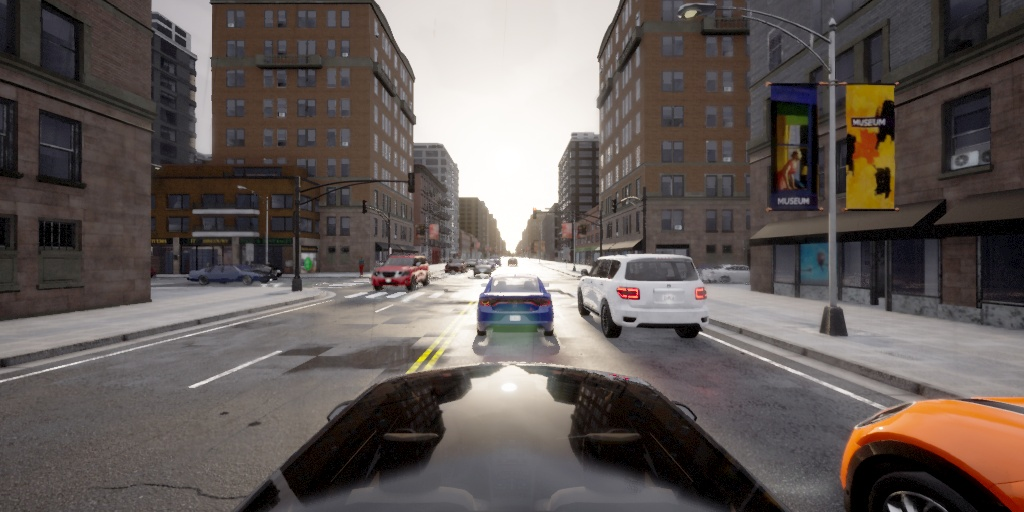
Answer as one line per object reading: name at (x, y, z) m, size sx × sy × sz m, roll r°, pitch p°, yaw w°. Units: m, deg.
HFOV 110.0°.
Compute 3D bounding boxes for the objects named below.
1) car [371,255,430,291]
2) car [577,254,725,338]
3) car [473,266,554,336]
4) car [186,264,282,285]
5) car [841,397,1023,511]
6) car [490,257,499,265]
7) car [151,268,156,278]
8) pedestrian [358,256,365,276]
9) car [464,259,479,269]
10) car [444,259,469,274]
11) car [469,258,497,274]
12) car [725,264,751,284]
car at (-6.584, 0.960, 21.923) m, size 2.150 × 2.045 × 5.566 m, roll 0°, pitch 0°, yaw 1°
car at (3.341, 0.972, 10.295) m, size 2.150 × 2.045 × 5.566 m, roll 0°, pitch 0°, yaw 0°
car at (0.090, 1.228, 10.436) m, size 1.882 × 1.535 × 5.008 m, roll 0°, pitch 0°, yaw 0°
car at (-19.624, 1.291, 25.241) m, size 5.357 × 1.411 × 2.033 m, roll 0°, pitch 0°, yaw 0°
car at (3.343, 1.102, 0.585) m, size 2.097 × 1.767 × 4.553 m, roll 0°, pitch 0°, yaw 0°
car at (-3.298, 1.224, 50.247) m, size 1.882 × 1.535 × 5.008 m, roll 0°, pitch 0°, yaw 0°
car at (-33.118, 1.343, 30.809) m, size 4.207 × 1.307 × 1.802 m, roll 0°, pitch 0°, yaw 0°
pedestrian at (-14.110, 0.919, 33.569) m, size 0.375 × 1.860 × 0.375 m, roll 0°, pitch 0°, yaw 0°
car at (-6.530, 1.248, 58.079) m, size 1.837 × 1.490 × 4.892 m, roll 0°, pitch 0°, yaw 0°
car at (-6.559, 1.102, 42.066) m, size 2.097 × 1.767 × 4.553 m, roll 0°, pitch 0°, yaw 0°
car at (-2.972, 1.243, 35.737) m, size 2.128 × 1.511 × 4.902 m, roll 0°, pitch 0°, yaw -6°
car at (15.929, 1.305, 25.408) m, size 4.674 × 1.442 × 1.812 m, roll 0°, pitch 0°, yaw 1°
